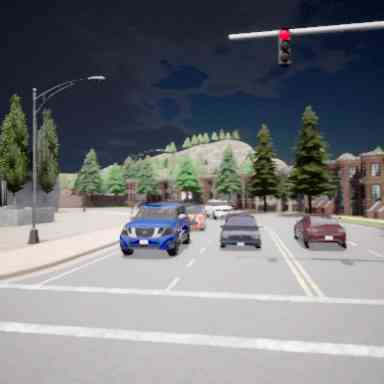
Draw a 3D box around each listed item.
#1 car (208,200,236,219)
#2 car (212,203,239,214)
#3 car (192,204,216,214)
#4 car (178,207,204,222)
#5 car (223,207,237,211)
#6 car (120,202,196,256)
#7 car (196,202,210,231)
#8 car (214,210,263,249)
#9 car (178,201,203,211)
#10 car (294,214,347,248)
[{"bbox_3d":[3.011,1.951,36.993,2.150,2.045,5.566,0,-1,-11],"label":"car"},{"bbox_3d":[5.168,2.526,52.219,1.837,1.490,4.892,0,-1,-26],"label":"car"},{"bbox_3d":[1.761,2.586,51.201,1.994,1.385,4.181,0,-1,-27],"label":"car"},{"bbox_3d":[-0.164,2.262,34.456,1.994,1.385,4.181,0,-1,-10],"label":"car"},{"bbox_3d":[3.678,2.110,26.234,1.895,1.301,4.718,0,-1,3],"label":"car"},{"bbox_3d":[-1.381,1.536,14.950,2.150,2.045,5.566,-1,-1,8],"label":"car"},{"bbox_3d":[-0.026,1.850,24.495,2.097,1.767,4.553,0,-1,5],"label":"car"},{"bbox_3d":[2.493,1.873,16.718,2.033,1.411,5.357,-1,-1,9],"label":"car"},{"bbox_3d":[-0.317,2.575,60.592,2.097,1.767,4.553,1,-1,-38],"label":"car"},{"bbox_3d":[6.187,1.821,16.342,1.812,1.442,4.674,-1,-1,10],"label":"car"}]
